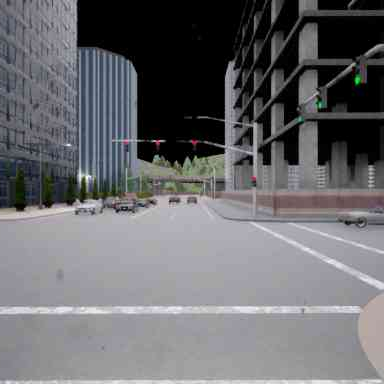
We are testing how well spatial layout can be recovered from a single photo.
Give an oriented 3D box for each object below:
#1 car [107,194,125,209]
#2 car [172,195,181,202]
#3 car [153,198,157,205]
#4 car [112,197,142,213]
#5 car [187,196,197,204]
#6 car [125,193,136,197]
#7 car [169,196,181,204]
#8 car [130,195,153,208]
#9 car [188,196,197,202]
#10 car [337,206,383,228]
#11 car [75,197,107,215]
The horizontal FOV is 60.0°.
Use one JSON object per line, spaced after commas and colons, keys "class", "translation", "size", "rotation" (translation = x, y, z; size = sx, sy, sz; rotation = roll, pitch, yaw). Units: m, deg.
{"class": "car", "translation": [-10.586, 1.352, 43.401], "size": [2.097, 1.767, 4.553], "rotation": [0, 0, 0]}
{"class": "car", "translation": [-3.477, 1.508, 73.669], "size": [1.812, 1.442, 4.674], "rotation": [0, 0, 0]}
{"class": "car", "translation": [-7.066, 1.601, 56.734], "size": [1.895, 1.301, 4.718], "rotation": [0, 0, 0]}
{"class": "car", "translation": [-7.088, 1.564, 36.785], "size": [1.994, 1.385, 4.181], "rotation": [0, 0, 0]}
{"class": "car", "translation": [0.020, 1.492, 64.593], "size": [2.128, 1.511, 4.902], "rotation": [0, 0, 0]}
{"class": "car", "translation": [-10.571, 1.219, 55.979], "size": [2.150, 2.045, 5.566], "rotation": [0, 0, 0]}
{"class": "car", "translation": [-3.480, 1.505, 64.595], "size": [1.837, 1.490, 4.892], "rotation": [0, 0, 0]}
{"class": "car", "translation": [-7.084, 1.564, 46.694], "size": [1.994, 1.385, 4.181], "rotation": [0, 0, 0]}
{"class": "car", "translation": [0.023, 1.579, 73.698], "size": [1.895, 1.301, 4.718], "rotation": [0, 0, 0]}
{"class": "car", "translation": [11.886, 1.545, 21.265], "size": [4.718, 1.301, 1.895], "rotation": [0, 0, 0]}
{"class": "car", "translation": [-10.587, 1.526, 34.468], "size": [1.812, 1.442, 4.674], "rotation": [0, 0, 0]}
